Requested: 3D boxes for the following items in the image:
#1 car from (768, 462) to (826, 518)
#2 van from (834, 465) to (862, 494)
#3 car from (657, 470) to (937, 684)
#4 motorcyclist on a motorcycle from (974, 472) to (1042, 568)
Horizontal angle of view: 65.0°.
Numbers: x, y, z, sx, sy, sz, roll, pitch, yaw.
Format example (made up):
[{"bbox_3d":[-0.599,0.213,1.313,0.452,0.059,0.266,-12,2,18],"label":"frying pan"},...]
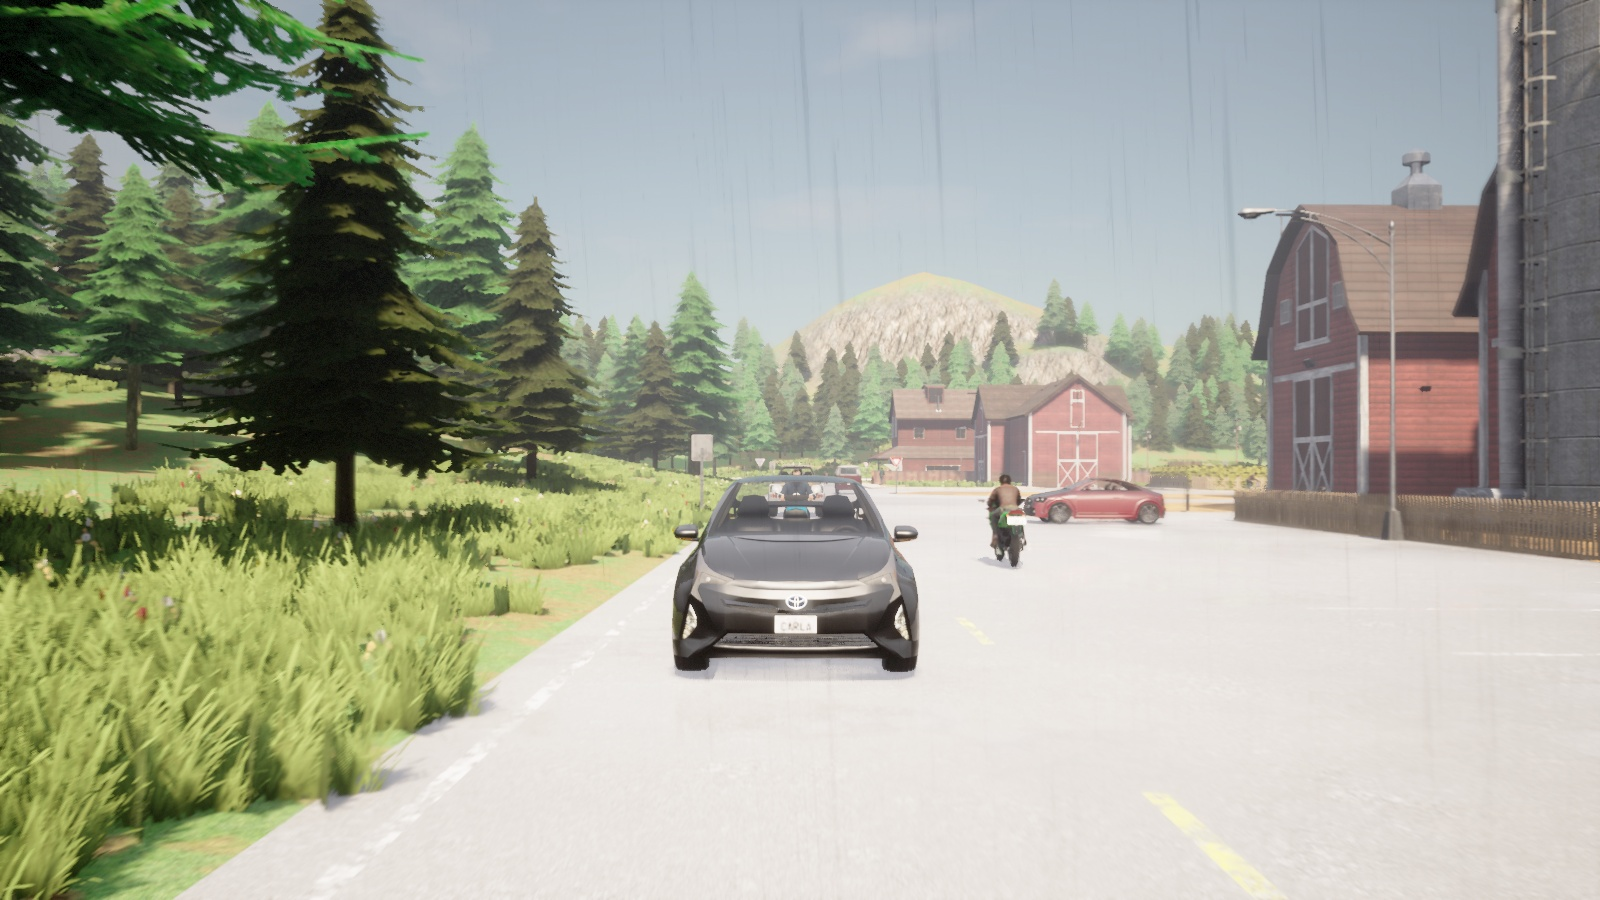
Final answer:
[{"bbox_3d":[-0.107,1.367,43.913,1.932,1.855,4.605,0,-1,0],"label":"car"},{"bbox_3d":[3.290,2.008,86.722,1.775,1.987,4.442,0,-1,0],"label":"van"},{"bbox_3d":[-0.027,0.950,11.267,2.007,1.525,4.514,0,-1,0],"label":"car"},{"bbox_3d":[3.449,1.134,20.998,0.797,1.523,2.044,0,-1,0],"label":"motorcyclist on a motorcycle"}]
